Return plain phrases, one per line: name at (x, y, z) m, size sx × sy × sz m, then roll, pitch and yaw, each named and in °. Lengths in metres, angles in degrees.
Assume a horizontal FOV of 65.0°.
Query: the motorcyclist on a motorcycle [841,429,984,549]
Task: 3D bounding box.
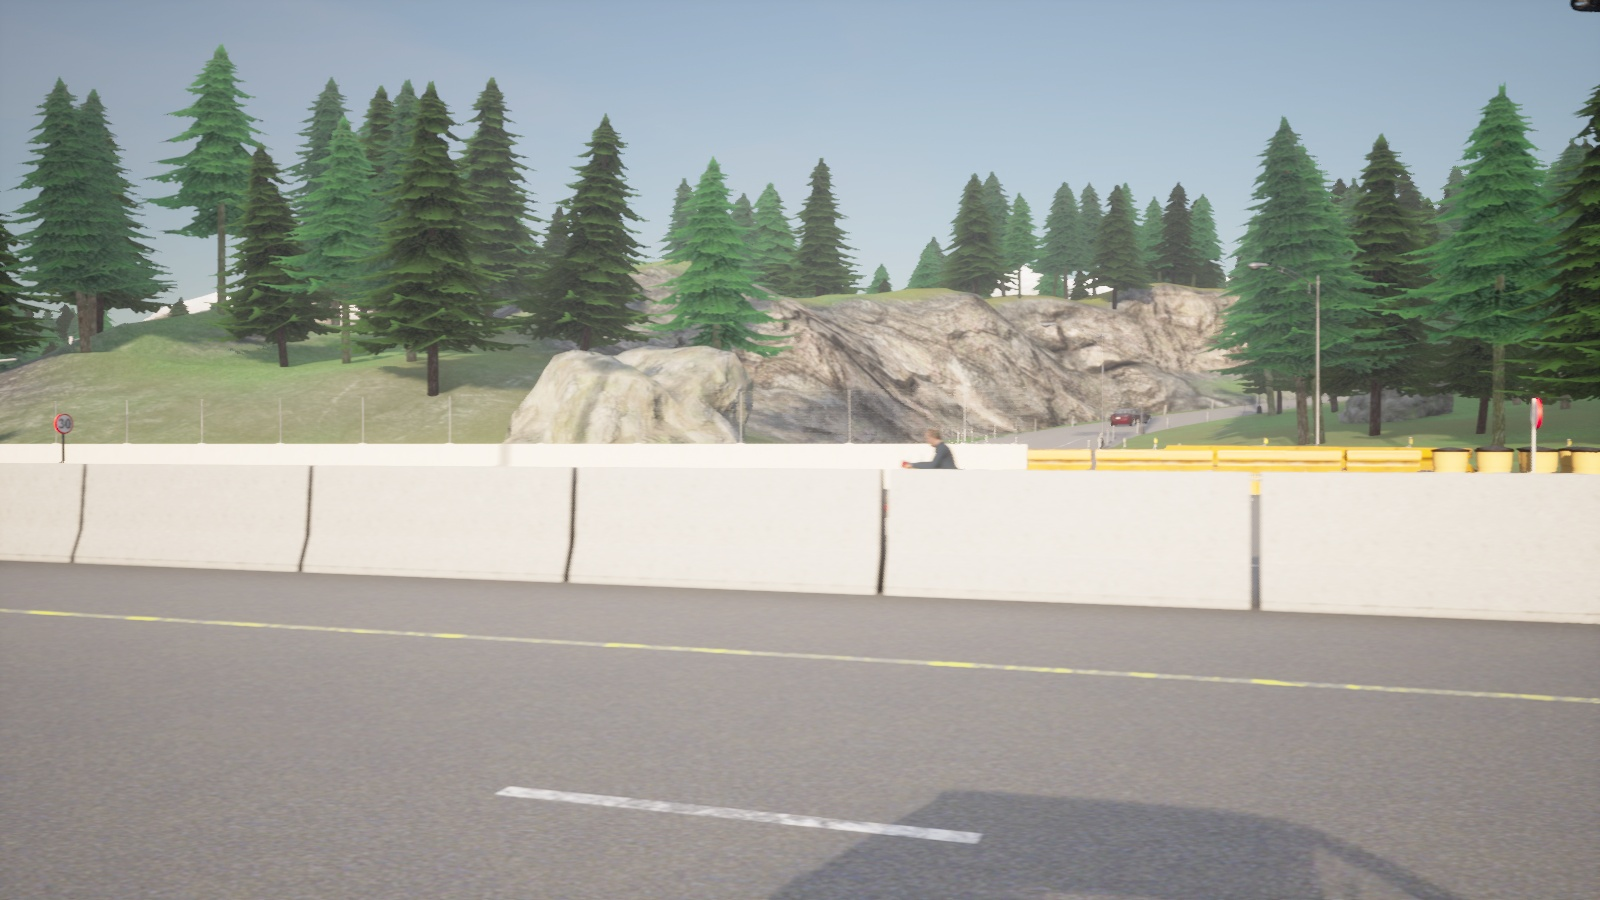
motorcyclist on a motorcycle at (1.567, 0.506, 17.435) m, size 1.817 × 1.590 × 0.866 m, roll 1°, pitch 1°, yaw 19°
